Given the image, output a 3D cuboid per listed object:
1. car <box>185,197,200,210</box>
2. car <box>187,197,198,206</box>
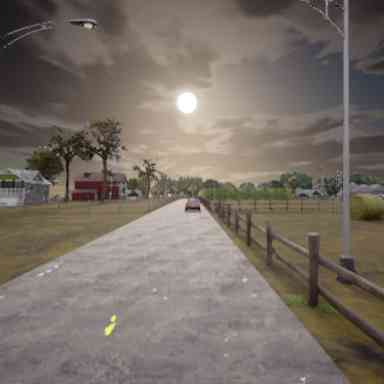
[{"bbox_3d":[0.111,1.676,44.216,1.994,1.385,4.181,0,0,0],"label":"car"},{"bbox_3d":[0.114,1.722,62.071,2.033,1.411,5.357,0,0,0],"label":"car"}]
